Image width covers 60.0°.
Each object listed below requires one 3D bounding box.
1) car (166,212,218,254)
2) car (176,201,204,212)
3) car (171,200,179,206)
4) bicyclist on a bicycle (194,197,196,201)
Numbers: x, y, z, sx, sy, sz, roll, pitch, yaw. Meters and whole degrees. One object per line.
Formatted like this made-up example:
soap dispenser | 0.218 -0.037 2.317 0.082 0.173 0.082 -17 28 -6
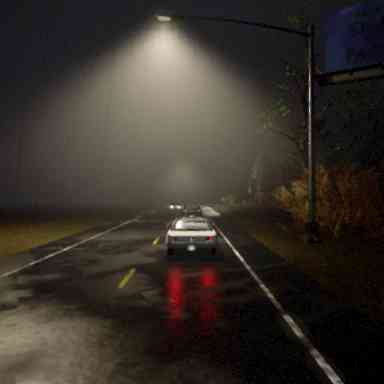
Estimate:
car | -0.008 1.733 14.106 1.895 1.301 4.718 0 0 0
car | -0.017 1.766 29.294 2.128 1.511 4.902 0 0 0
car | -3.550 2.252 70.994 1.895 1.301 4.718 0 -1 0
bicyclist on a bicycle | 0.895 2.246 94.320 0.659 1.776 1.843 0 0 0
